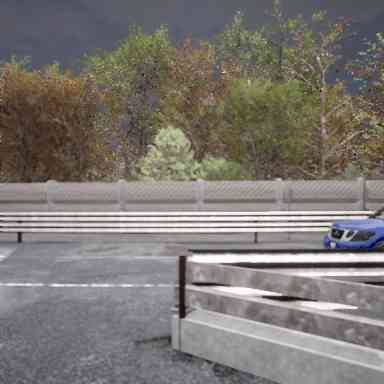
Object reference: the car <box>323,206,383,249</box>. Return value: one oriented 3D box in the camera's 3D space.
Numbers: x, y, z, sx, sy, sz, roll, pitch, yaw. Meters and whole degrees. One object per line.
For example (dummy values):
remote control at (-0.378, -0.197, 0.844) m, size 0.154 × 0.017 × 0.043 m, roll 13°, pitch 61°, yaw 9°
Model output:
car at (6.967, 1.218, 10.069) m, size 5.566 × 2.045 × 2.150 m, roll 0°, pitch 0°, yaw -3°
